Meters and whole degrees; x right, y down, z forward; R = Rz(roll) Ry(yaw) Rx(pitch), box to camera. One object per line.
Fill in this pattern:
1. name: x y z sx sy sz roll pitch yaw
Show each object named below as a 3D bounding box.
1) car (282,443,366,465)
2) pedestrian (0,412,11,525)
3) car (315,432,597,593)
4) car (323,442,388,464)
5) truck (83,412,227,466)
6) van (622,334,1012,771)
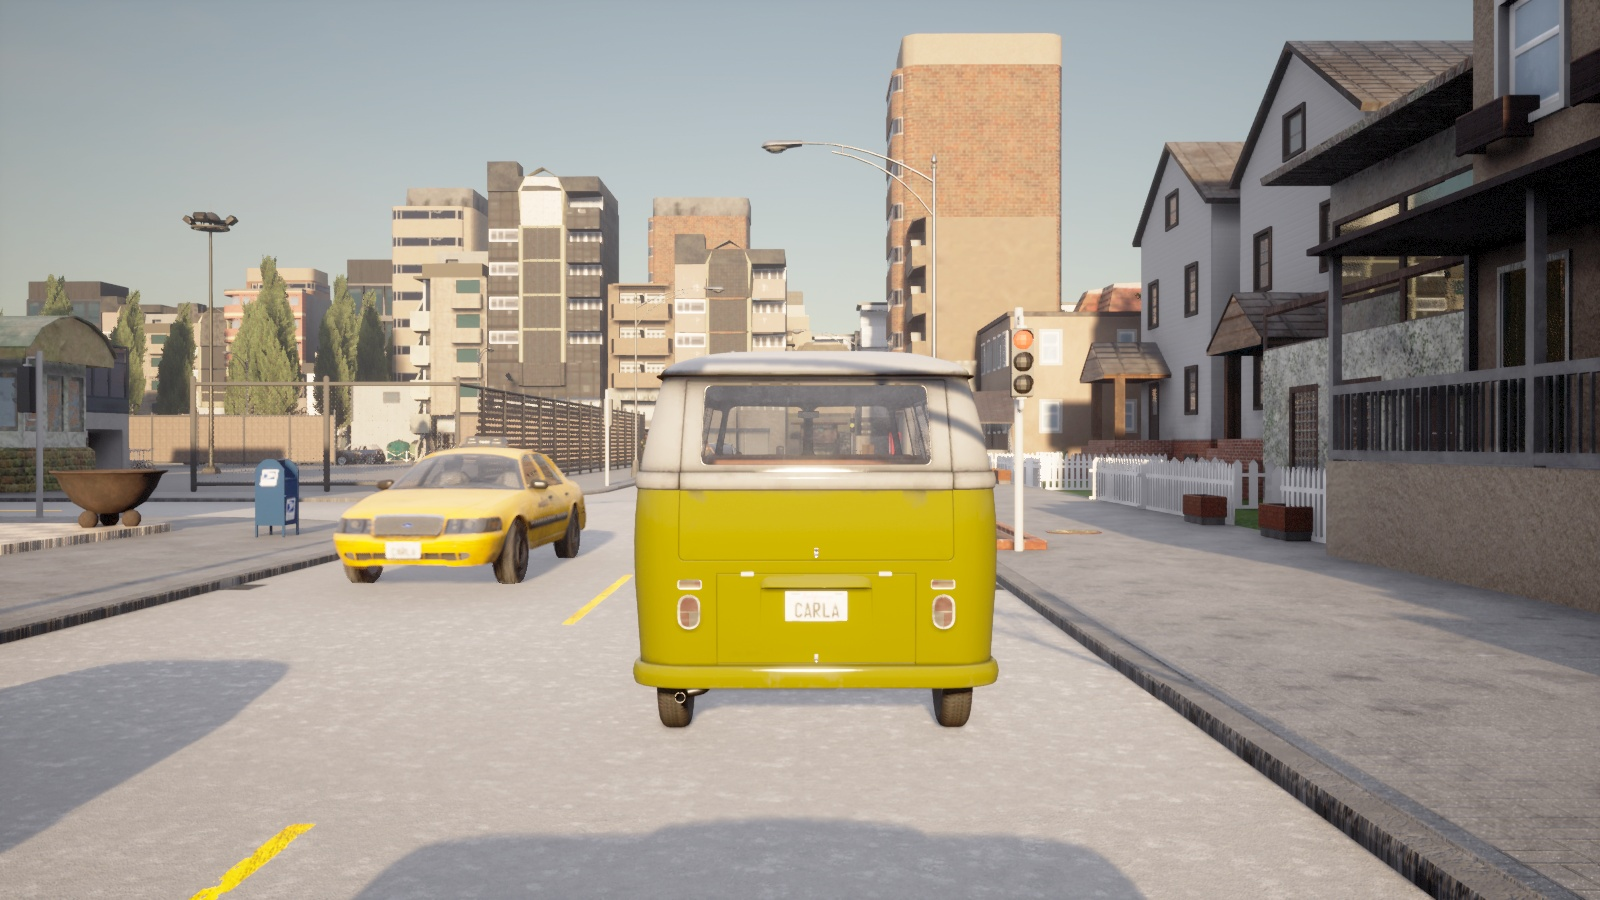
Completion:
1. car: -31.592 0.255 83.505 4.892 1.490 1.837 0 0 1
2. pedestrian: -14.222 0.317 21.811 0.788 1.949 0.423 0 0 -16
3. car: -3.814 0.598 15.004 1.801 1.575 5.366 0 0 1
4. car: -30.965 0.193 87.498 3.806 1.475 1.970 0 0 0
5. truck: -42.370 -0.736 82.736 7.936 3.462 2.891 0 0 -13
6. van: 0.070 0.454 7.932 1.775 1.987 4.442 0 0 0
